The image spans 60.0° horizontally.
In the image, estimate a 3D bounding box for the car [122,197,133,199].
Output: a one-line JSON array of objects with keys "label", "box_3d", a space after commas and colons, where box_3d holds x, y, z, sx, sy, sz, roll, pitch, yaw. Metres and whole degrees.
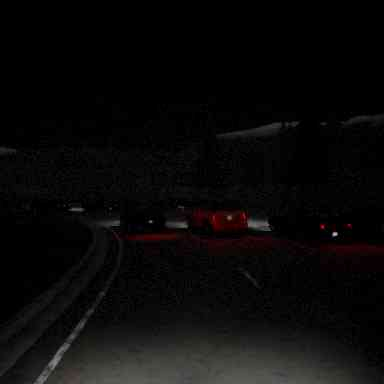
[{"label": "car", "box_3d": [-8.198, 1.271, 38.718, 5.008, 1.535, 1.882, 0, 1, 44]}]

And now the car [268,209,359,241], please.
[{"label": "car", "box_3d": [5.455, 1.461, 16.034, 1.895, 1.301, 4.718, 0, 0, -13]}]

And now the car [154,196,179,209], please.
[{"label": "car", "box_3d": [-3.533, 1.254, 39.290, 2.128, 1.511, 4.902, -1, 1, -42]}]

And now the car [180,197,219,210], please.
[{"label": "car", "box_3d": [0.837, 1.333, 39.688, 1.895, 1.301, 4.718, -1, 1, -41]}]

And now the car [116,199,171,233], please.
[{"label": "car", "box_3d": [-2.972, 1.368, 19.298, 1.882, 1.535, 5.008, 0, 0, -21]}]

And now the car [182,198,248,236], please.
[{"label": "car", "box_3d": [1.180, 1.226, 17.828, 2.097, 1.767, 4.553, -1, 0, -17]}]

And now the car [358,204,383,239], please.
[{"label": "car", "box_3d": [8.979, 1.345, 15.957, 1.837, 1.490, 4.892, 1, 0, -12]}]

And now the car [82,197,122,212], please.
[{"label": "car", "box_3d": [-9.911, 1.426, 35.589, 4.718, 1.301, 1.895, 0, 1, 45]}]

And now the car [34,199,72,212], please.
[{"label": "car", "box_3d": [-14.834, 1.404, 35.287, 5.357, 1.411, 2.033, 0, 0, 40]}]
